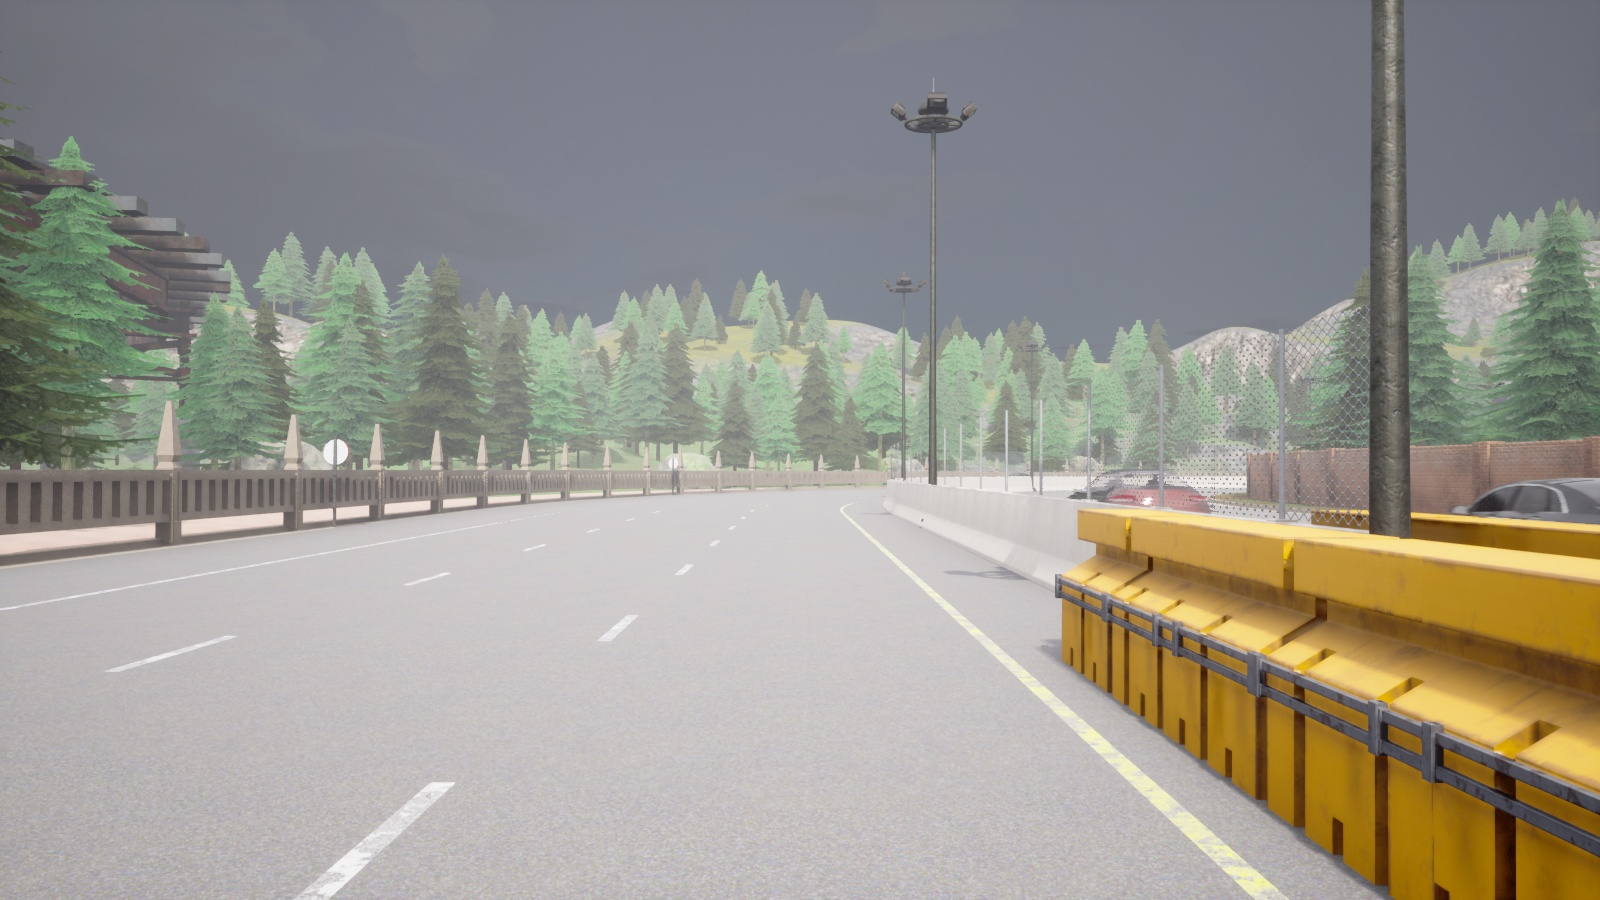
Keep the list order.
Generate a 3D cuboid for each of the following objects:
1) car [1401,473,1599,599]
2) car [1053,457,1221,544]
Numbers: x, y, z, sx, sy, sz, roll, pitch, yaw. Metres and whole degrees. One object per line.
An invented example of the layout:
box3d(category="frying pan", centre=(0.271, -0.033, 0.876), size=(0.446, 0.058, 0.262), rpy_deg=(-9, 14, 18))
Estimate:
box3d(category="car", centre=(10.452, 1.070, 17.456), size=(1.837, 1.490, 4.892), rpy_deg=(0, -1, 0))
box3d(category="car", centre=(6.927, 1.008, 26.422), size=(2.152, 1.651, 5.027), rpy_deg=(0, -1, 0))
